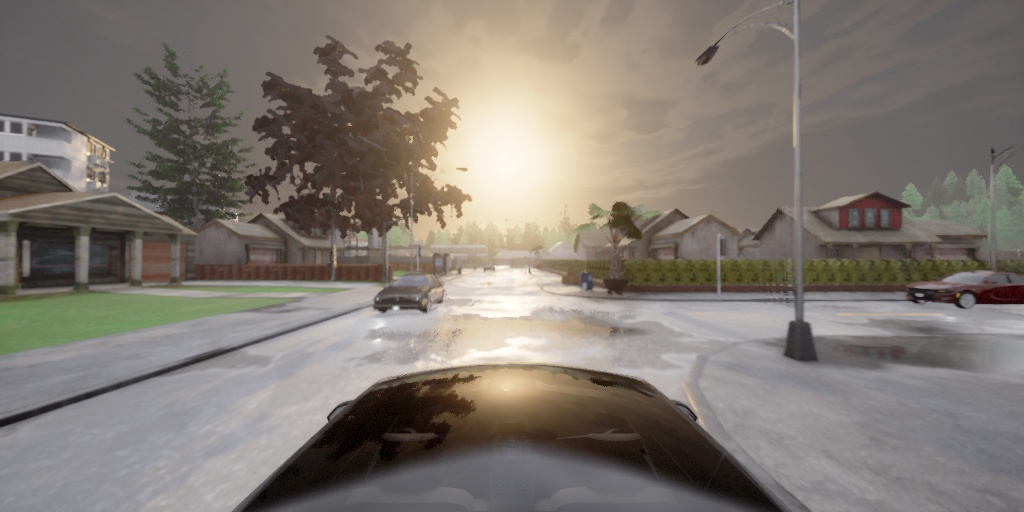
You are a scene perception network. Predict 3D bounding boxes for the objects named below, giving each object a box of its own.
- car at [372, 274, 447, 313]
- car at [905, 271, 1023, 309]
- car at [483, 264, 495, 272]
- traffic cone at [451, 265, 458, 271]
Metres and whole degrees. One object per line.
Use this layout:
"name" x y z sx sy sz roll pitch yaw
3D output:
"car" -4.002 1.453 15.038 2.033 1.411 5.357 0 -1 0
"car" 19.818 1.384 15.250 5.008 1.535 1.882 0 -1 0
"car" -3.998 2.032 63.363 1.994 1.385 4.181 0 -1 0
"traffic cone" -9.670 2.282 60.486 0.344 0.586 0.344 0 0 0
